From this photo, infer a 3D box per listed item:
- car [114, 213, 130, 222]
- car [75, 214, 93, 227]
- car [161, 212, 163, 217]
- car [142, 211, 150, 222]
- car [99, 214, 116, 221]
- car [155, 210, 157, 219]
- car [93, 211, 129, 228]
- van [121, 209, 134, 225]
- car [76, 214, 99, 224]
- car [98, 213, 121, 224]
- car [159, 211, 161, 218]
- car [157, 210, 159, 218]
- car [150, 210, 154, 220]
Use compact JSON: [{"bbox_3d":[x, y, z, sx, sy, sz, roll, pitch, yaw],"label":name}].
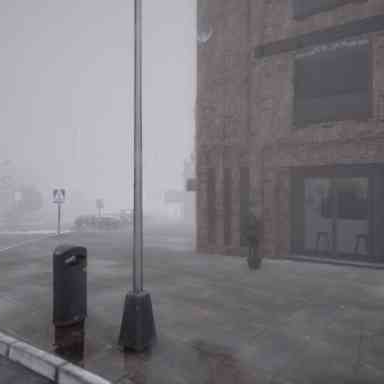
[{"bbox_3d":[-11.855,4.264,56.567,1.837,1.490,4.892,0,-3,-1],"label":"car"},{"bbox_3d":[-11.259,3.167,36.646,1.895,1.301,4.718,0,-3,-2],"label":"car"},{"bbox_3d":[-9.265,5.569,83.045,2.435,2.045,5.566,0,-3,-1],"label":"car"},{"bbox_3d":[-8.602,4.207,55.428,2.002,1.452,4.674,0,-3,-1],"label":"car"},{"bbox_3d":[-15.082,4.553,59.721,1.895,1.301,4.718,0,-3,-1],"label":"car"},{"bbox_3d":[-8.869,4.708,66.562,2.185,1.767,4.553,0,-3,-1],"label":"car"},{"bbox_3d":[-8.056,2.889,33.435,2.002,1.452,4.674,2,-3,-1],"label":"car"},{"bbox_3d":[-8.341,3.288,44.535,1.878,1.987,4.442,0,-3,-1],"label":"van"},{"bbox_3d":[-14.769,3.766,47.199,1.994,1.385,4.181,0,-3,-2],"label":"car"},{"bbox_3d":[-11.538,3.720,46.770,2.033,1.411,5.357,0,-3,-1],"label":"car"},{"bbox_3d":[-9.134,5.495,77.608,2.097,1.535,5.008,0,-3,-1],"label":"car"},{"bbox_3d":[-9.001,5.166,72.093,2.231,1.521,4.892,0,-3,-1],"label":"car"},{"bbox_3d":[-8.738,4.377,61.048,2.185,1.767,4.553,0,-3,-1],"label":"car"}]
